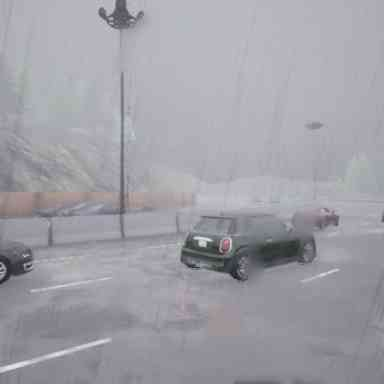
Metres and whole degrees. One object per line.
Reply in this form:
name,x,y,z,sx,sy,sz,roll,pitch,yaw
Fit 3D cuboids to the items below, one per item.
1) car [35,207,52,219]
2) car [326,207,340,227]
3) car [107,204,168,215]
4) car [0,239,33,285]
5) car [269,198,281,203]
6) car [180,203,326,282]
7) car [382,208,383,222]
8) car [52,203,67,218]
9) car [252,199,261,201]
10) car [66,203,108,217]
car,-11.632,1.704,31.055,5.357,1.411,2.033,0,0,-45
car,7.960,1.590,21.319,1.812,1.442,4.674,0,0,40
car,-3.649,1.672,24.391,1.994,1.385,4.181,0,0,44
car,-6.483,1.554,7.937,4.892,1.490,1.837,1,0,-35
car,15.553,1.813,62.301,1.895,1.301,4.718,0,0,8
car,1.885,1.389,10.201,4.553,1.767,2.097,0,0,-41
car,16.240,1.609,26.397,2.033,1.411,5.357,0,0,34
car,-9.191,1.666,28.694,4.674,1.442,1.812,0,0,-45
car,12.095,1.474,62.848,2.033,1.411,5.357,0,0,8
car,-6.955,1.649,25.992,4.674,1.442,1.812,0,0,-45
